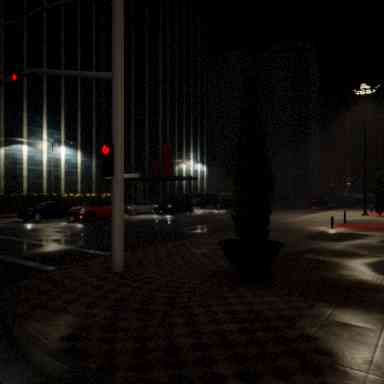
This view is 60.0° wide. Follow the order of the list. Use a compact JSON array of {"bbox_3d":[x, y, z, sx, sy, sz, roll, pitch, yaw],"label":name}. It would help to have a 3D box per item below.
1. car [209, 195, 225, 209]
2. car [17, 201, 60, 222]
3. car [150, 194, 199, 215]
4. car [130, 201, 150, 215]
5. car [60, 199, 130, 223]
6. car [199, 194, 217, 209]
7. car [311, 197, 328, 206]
[{"bbox_3d":[4.764,1.490,43.419,2.128,1.511,4.902,0,0,35],"label":"car"},{"bbox_3d":[-11.255,1.477,26.586,1.882,1.535,5.008,0,0,35],"label":"car"},{"bbox_3d":[-1.731,1.352,34.126,2.097,1.767,4.553,0,0,35],"label":"car"},{"bbox_3d":[-5.593,1.601,34.712,1.895,1.301,4.718,0,0,35],"label":"car"},{"bbox_3d":[-7.420,1.352,25.965,2.097,1.767,4.553,0,0,35],"label":"car"},{"bbox_3d":[1.649,1.223,45.066,2.150,2.045,5.566,0,0,35],"label":"car"},{"bbox_3d":[20.488,1.505,53.430,1.837,1.490,4.892,0,0,35],"label":"car"}]
